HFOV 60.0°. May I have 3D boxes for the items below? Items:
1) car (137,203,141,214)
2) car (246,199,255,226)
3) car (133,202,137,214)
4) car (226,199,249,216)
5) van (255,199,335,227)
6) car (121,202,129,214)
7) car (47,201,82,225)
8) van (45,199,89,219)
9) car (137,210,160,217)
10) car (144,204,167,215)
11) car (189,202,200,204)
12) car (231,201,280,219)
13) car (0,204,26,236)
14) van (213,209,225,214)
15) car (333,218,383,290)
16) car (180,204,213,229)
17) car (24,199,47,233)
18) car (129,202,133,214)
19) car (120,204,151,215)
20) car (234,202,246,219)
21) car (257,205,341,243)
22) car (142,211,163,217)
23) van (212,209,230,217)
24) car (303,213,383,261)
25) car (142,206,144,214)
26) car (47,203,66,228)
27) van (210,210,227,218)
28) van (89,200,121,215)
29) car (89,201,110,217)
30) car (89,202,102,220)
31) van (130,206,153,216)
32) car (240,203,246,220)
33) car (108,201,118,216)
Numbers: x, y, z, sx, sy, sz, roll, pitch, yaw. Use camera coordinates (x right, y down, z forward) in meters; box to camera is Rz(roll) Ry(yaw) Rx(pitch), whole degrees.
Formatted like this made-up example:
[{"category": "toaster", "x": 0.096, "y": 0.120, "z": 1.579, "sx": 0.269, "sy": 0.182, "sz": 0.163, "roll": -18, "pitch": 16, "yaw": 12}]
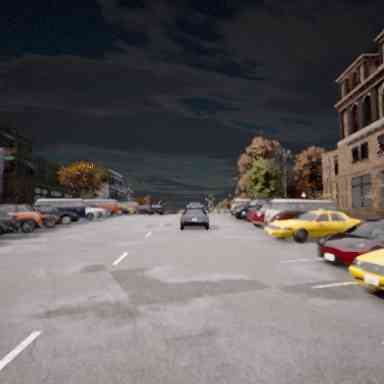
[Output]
[{"category": "car", "x": -11.036, "y": 2.707, "z": 51.883, "sx": 4.892, "sy": 1.521, "sz": 2.231, "roll": 0, "pitch": -4, "yaw": -19}, {"category": "car", "x": 6.447, "y": 1.584, "z": 22.804, "sx": 4.553, "sy": 1.767, "sz": 2.185, "roll": 1, "pitch": -1, "yaw": -19}, {"category": "car", "x": -11.244, "y": 2.524, "z": 48.898, "sx": 5.366, "sy": 1.575, "sz": 1.946, "roll": 0, "pitch": -3, "yaw": -19}, {"category": "car", "x": 6.529, "y": 1.641, "z": 31.774, "sx": 5.566, "sy": 2.045, "sz": 2.435, "roll": 1, "pitch": -1, "yaw": -19}, {"category": "van", "x": 6.352, "y": 1.433, "z": 19.775, "sx": 4.442, "sy": 1.987, "sz": 1.878, "roll": 1, "pitch": -1, "yaw": -20}, {"category": "car", "x": -11.155, "y": 2.235, "z": 43.120, "sx": 5.008, "sy": 1.535, "sz": 2.097, "roll": 0, "pitch": -2, "yaw": -19}, {"category": "car", "x": -11.325, "y": 1.743, "z": 25.535, "sx": 5.008, "sy": 1.535, "sz": 2.097, "roll": 0, "pitch": -1, "yaw": -20}, {"category": "van", "x": -11.407, "y": 1.579, "z": 28.434, "sx": 4.442, "sy": 1.987, "sz": 1.878, "roll": 0, "pitch": -1, "yaw": -20}, {"category": "car", "x": -10.652, "y": 5.245, "z": 81.021, "sx": 5.366, "sy": 1.575, "sz": 1.946, "roll": 1, "pitch": -5, "yaw": -19}, {"category": "car", "x": -4.705, "y": 2.391, "z": 45.039, "sx": 2.033, "sy": 1.411, "sz": 5.357, "roll": 0, "pitch": -3, "yaw": 1}, {"category": "car", "x": 0.373, "y": 2.048, "z": 41.705, "sx": 2.097, "sy": 1.767, "sz": 4.553, "roll": 0, "pitch": -2, "yaw": 1}, {"category": "car", "x": 6.608, "y": 1.840, "z": 34.790, "sx": 4.553, "sy": 1.767, "sz": 2.185, "roll": 1, "pitch": -2, "yaw": -19}, {"category": "car", "x": -11.367, "y": 1.601, "z": 16.736, "sx": 4.892, "sy": 1.521, "sz": 2.231, "roll": -1, "pitch": -1, "yaw": -20}, {"category": "van", "x": 7.287, "y": 5.256, "z": 83.475, "sx": 4.442, "sy": 1.987, "sz": 1.878, "roll": 3, "pitch": -5, "yaw": -19}, {"category": "car", "x": 6.235, "y": 1.524, "z": 7.783, "sx": 5.366, "sy": 1.575, "sz": 1.946, "roll": 1, "pitch": 0, "yaw": -20}, {"category": "car", "x": 0.190, "y": 1.793, "z": 23.581, "sx": 1.994, "sy": 1.385, "sz": 4.181, "roll": 0, "pitch": -1, "yaw": 0}, {"category": "car", "x": -11.328, "y": 1.515, "z": 19.677, "sx": 4.553, "sy": 1.767, "sz": 2.185, "roll": 0, "pitch": -1, "yaw": -20}, {"category": "car", "x": -11.116, "y": 2.373, "z": 46.044, "sx": 4.892, "sy": 1.521, "sz": 2.231, "roll": 0, "pitch": -3, "yaw": -19}, {"category": "car", "x": -10.814, "y": 3.365, "z": 63.592, "sx": 5.566, "sy": 2.045, "sz": 2.435, "roll": 1, "pitch": -5, "yaw": -19}, {"category": "car", "x": 6.549, "y": 1.855, "z": 28.805, "sx": 4.792, "sy": 1.488, "sz": 2.163, "roll": 1, "pitch": -2, "yaw": -19}, {"category": "car", "x": 6.269, "y": 1.614, "z": 16.756, "sx": 5.366, "sy": 1.575, "sz": 1.946, "roll": 1, "pitch": 0, "yaw": -20}, {"category": "car", "x": -10.341, "y": 5.802, "z": 86.921, "sx": 4.892, "sy": 1.521, "sz": 2.231, "roll": 1, "pitch": -5, "yaw": -19}, {"category": "van", "x": 7.570, "y": 5.543, "z": 86.490, "sx": 4.442, "sy": 1.987, "sz": 1.878, "roll": 3, "pitch": -6, "yaw": -19}, {"category": "car", "x": 6.389, "y": 1.584, "z": 10.824, "sx": 4.792, "sy": 1.488, "sz": 2.163, "roll": 1, "pitch": 0, "yaw": -20}, {"category": "car", "x": -10.928, "y": 3.119, "z": 57.713, "sx": 4.892, "sy": 1.521, "sz": 2.231, "roll": 1, "pitch": -4, "yaw": -19}, {"category": "car", "x": -11.312, "y": 1.719, "z": 22.617, "sx": 4.792, "sy": 1.488, "sz": 2.163, "roll": 0, "pitch": -1, "yaw": -20}, {"category": "van", "x": 7.545, "y": 6.367, "z": 95.197, "sx": 4.442, "sy": 1.987, "sz": 1.878, "roll": 3, "pitch": -5, "yaw": -19}, {"category": "van", "x": -11.296, "y": 1.893, "z": 40.161, "sx": 4.442, "sy": 1.987, "sz": 1.878, "roll": 0, "pitch": -2, "yaw": -19}, {"category": "car", "x": -11.248, "y": 1.982, "z": 34.340, "sx": 4.674, "sy": 1.452, "sz": 2.002, "roll": 0, "pitch": -2, "yaw": -19}, {"category": "car", "x": -11.274, "y": 1.910, "z": 31.403, "sx": 4.674, "sy": 1.452, "sz": 2.002, "roll": 0, "pitch": -2, "yaw": -19}, {"category": "van", "x": -10.618, "y": 3.937, "z": 69.468, "sx": 4.442, "sy": 1.987, "sz": 1.878, "roll": 1, "pitch": -6, "yaw": -19}, {"category": "car", "x": 6.493, "y": 1.804, "z": 25.801, "sx": 4.674, "sy": 1.452, "sz": 2.002, "roll": 1, "pitch": -1, "yaw": -19}, {"category": "car", "x": -11.187, "y": 2.051, "z": 37.273, "sx": 4.792, "sy": 1.488, "sz": 2.163, "roll": 0, "pitch": -2, "yaw": -19}]
